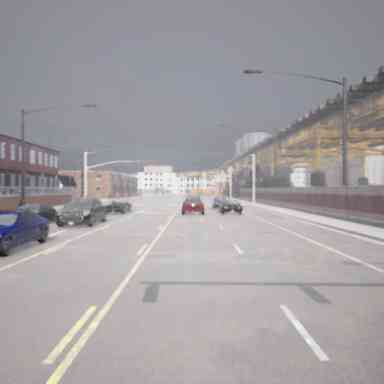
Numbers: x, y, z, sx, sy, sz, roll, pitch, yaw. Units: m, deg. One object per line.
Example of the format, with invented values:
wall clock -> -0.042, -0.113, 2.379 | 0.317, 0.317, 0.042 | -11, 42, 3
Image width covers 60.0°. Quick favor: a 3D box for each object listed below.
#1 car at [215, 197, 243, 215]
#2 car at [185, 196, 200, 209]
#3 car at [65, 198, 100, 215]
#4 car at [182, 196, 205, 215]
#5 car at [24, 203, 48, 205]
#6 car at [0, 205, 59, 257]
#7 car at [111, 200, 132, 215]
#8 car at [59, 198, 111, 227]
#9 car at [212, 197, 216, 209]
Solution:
car -> 3.604, 1.408, 31.673 | 1.895, 1.301, 4.718 | 0, 0, 0
car -> 0.041, 1.252, 41.492 | 1.837, 1.490, 4.892 | 0, 0, 0
car -> -10.560, 1.367, 32.341 | 1.994, 1.385, 4.181 | 0, 0, 1
car -> 0.107, 1.158, 31.491 | 2.097, 1.767, 4.553 | 0, 0, 0
car -> -10.585, 1.428, 22.298 | 1.994, 1.385, 4.181 | 0, 0, 0
car -> -7.094, 1.448, 12.787 | 1.812, 1.442, 4.674 | 0, 0, 0
car -> -7.063, 1.406, 31.984 | 1.895, 1.301, 4.718 | 0, 0, 0
car -> -7.085, 1.220, 21.692 | 2.097, 1.767, 4.553 | 0, 0, 0
car -> 3.543, 1.294, 41.562 | 2.033, 1.411, 5.357 | 0, 0, 0
